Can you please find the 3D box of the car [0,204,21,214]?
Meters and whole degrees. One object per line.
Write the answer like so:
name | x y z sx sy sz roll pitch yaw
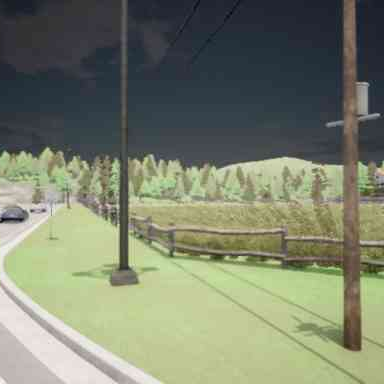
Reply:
car | -27.714 2.528 51.056 2.033 1.411 5.357 0 -1 -20

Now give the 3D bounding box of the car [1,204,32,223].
car | -17.231 2.188 32.423 1.994 1.385 4.181 0 -1 -20

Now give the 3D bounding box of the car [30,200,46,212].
car | -25.235 2.265 54.488 2.150 2.045 5.566 0 -1 -20
